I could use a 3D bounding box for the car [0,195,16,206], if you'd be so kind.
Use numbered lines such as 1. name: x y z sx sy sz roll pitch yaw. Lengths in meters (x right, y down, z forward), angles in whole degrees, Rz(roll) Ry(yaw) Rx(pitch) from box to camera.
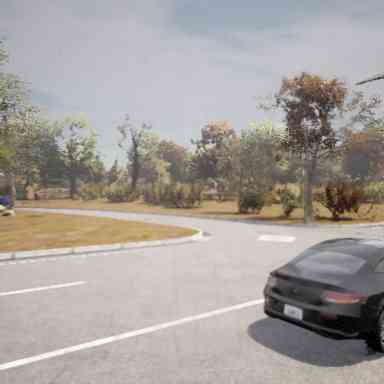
1. car: -32.326 1.606 56.358 5.566 2.045 2.150 -2 -2 30

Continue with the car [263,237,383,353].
1. car: 3.282 1.601 6.252 4.674 1.442 1.812 1 0 -38
